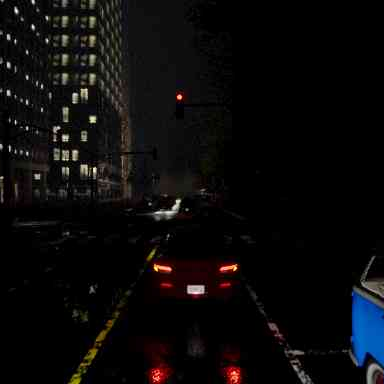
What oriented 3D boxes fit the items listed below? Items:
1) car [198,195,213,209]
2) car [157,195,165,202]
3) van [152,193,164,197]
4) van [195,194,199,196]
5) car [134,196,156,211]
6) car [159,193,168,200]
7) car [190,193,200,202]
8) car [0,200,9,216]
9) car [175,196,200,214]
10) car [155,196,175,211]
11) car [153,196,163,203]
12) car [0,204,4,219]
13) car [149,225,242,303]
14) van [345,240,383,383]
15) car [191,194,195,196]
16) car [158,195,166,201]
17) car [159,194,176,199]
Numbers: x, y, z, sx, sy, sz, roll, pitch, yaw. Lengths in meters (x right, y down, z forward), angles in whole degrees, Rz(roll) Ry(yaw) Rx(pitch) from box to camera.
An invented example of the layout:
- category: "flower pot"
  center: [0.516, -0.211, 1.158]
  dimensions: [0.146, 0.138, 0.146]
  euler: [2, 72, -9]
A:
- category: "car"
  center: [1.890, 1.509, 45.847]
  dimensions: [1.752, 1.417, 4.829]
  euler: [0, 0, -2]
- category: "car"
  center: [-7.292, 1.501, 78.556]
  dimensions: [1.887, 1.381, 4.507]
  euler: [0, 0, -2]
- category: "van"
  center: [-6.637, 1.314, 61.926]
  dimensions: [1.690, 1.788, 3.998]
  euler: [0, 0, -2]
- category: "van"
  center: [1.738, 1.321, 51.219]
  dimensions: [1.690, 1.788, 3.998]
  euler: [0, 0, -2]
- category: "car"
  center: [-5.840, 1.538, 39.755]
  dimensions: [2.008, 1.369, 4.403]
  euler: [0, 0, -1]
- category: "car"
  center: [-8.094, 1.251, 95.181]
  dimensions: [2.192, 1.841, 5.009]
  euler: [0, 0, -3]
- category: "car"
  center: [0.724, 1.270, 78.931]
  dimensions: [2.192, 1.841, 5.009]
  euler: [0, 0, -3]
- category: "car"
  center: [-18.226, 1.377, 28.493]
  dimensions: [4.206, 1.307, 1.802]
  euler: [1, 0, 3]
- category: "car"
  center: [-0.424, 1.494, 35.923]
  dimensions: [1.837, 1.490, 4.892]
  euler: [1, 0, 2]
- category: "car"
  center: [-3.415, 1.551, 40.418]
  dimensions: [1.994, 1.385, 4.181]
  euler: [0, 0, -3]
- category: "car"
  center: [-6.839, 1.512, 67.469]
  dimensions: [1.887, 1.381, 4.507]
  euler: [0, 0, -2]
- category: "car"
  center: [-15.752, 1.330, 22.834]
  dimensions: [4.902, 1.511, 2.128]
  euler: [1, 0, 1]
- category: "car"
  center: [0.052, 1.525, 8.067]
  dimensions: [1.812, 1.442, 4.674]
  euler: [0, 0, 0]
- category: "van"
  center: [2.558, 1.341, 2.132]
  dimensions: [1.690, 1.788, 3.998]
  euler: [0, 0, 0]
- category: "car"
  center: [1.171, 1.492, 68.013]
  dimensions: [1.752, 1.417, 4.829]
  euler: [0, 0, -2]
- category: "car"
  center: [-7.544, 1.532, 84.100]
  dimensions: [1.802, 1.307, 4.206]
  euler: [0, 0, -3]
- category: "car"
  center: [-3.659, 1.486, 50.453]
  dimensions: [1.837, 1.490, 4.892]
  euler: [0, 0, -1]
